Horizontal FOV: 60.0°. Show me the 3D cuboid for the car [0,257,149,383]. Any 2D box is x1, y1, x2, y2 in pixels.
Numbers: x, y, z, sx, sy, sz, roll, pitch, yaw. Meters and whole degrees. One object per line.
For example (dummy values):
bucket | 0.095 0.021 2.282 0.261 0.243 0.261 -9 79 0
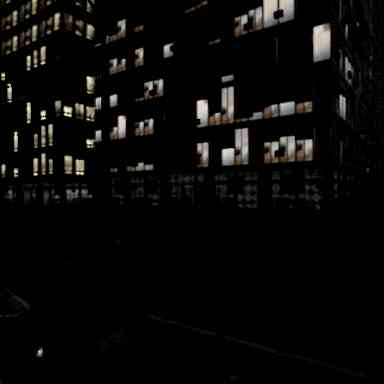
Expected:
car | -2.515 1.609 4.657 4.313 1.339 1.947 -1 0 35
